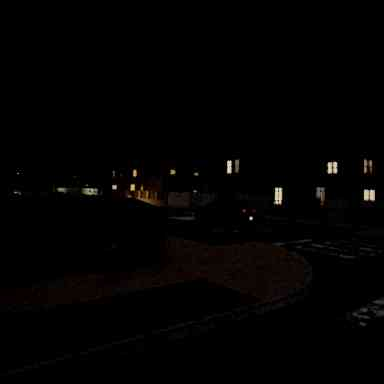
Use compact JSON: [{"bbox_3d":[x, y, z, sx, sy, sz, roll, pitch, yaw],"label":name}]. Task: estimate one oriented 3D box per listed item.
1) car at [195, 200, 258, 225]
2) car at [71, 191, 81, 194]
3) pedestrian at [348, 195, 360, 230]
[{"bbox_3d":[2.055,1.208,21.184,1.837,1.490,4.892,1,1,-34],"label":"car"},{"bbox_3d":[-16.809,0.551,47.822,1.994,1.385,4.181,1,1,-35],"label":"car"},{"bbox_3d":[8.459,1.047,17.439,0.375,1.860,0.375,3,-2,-35],"label":"pedestrian"}]
